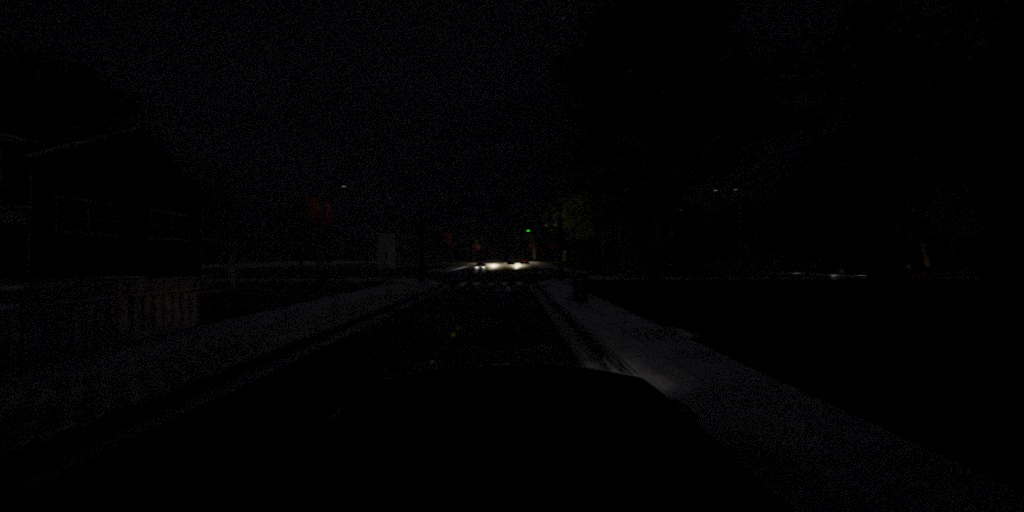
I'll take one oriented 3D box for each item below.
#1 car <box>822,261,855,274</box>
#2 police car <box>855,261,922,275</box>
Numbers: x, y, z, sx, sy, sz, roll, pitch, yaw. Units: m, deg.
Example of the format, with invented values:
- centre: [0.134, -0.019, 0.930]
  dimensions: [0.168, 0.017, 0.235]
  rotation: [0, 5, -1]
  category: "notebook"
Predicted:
- centre: [39.071, 1.383, 41.825]
  dimensions: [4.892, 1.490, 1.837]
  rotation: [0, -1, 0]
  category: "car"
- centre: [40.561, 1.308, 38.500]
  dimensions: [4.974, 1.542, 2.038]
  rotation: [0, -1, 0]
  category: "police car"
